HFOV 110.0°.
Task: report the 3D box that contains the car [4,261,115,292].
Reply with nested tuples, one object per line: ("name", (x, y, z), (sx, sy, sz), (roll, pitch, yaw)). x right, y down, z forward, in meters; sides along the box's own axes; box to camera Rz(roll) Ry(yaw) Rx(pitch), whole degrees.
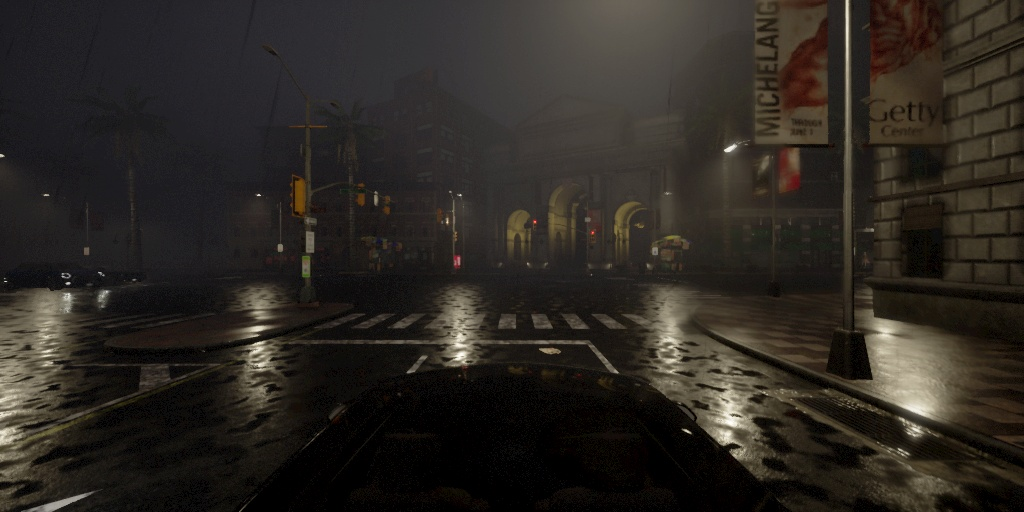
("car", (-26.883, 1.101, 21.220), (4.553, 1.767, 2.097), (0, 0, 7))

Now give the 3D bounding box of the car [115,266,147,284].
("car", (-28.603, 1.351, 25.116), (4.718, 1.301, 1.895), (0, 0, 2))
